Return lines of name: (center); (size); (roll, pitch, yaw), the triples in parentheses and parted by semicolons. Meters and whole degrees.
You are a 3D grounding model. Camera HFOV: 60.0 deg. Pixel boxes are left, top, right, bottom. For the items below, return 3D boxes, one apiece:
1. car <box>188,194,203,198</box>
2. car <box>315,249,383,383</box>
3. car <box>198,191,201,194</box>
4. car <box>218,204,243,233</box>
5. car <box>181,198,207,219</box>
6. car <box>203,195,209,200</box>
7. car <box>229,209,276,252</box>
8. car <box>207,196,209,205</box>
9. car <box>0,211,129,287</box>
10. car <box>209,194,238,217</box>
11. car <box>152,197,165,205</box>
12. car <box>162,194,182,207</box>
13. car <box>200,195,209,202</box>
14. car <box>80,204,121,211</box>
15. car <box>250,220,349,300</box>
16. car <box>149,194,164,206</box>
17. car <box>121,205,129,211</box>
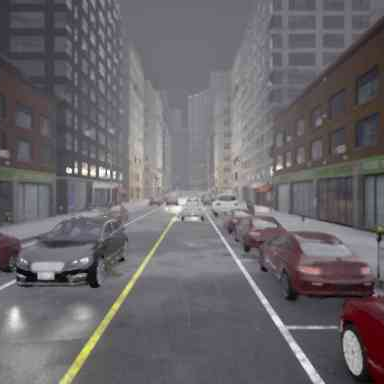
car: (0.087, 1.461, 45.454); (2.128, 1.511, 4.902); (0, 0, 0)
car: (2.760, 1.551, 2.573); (1.887, 1.381, 4.507); (0, 0, 0)
car: (2.759, 1.231, 63.653); (2.192, 1.841, 5.009); (0, 0, 0)
car: (2.761, 1.596, 19.235); (1.802, 1.307, 4.206); (0, 0, 0)
car: (0.064, 1.524, 28.495); (1.812, 1.442, 4.674); (0, 0, 0)
car: (2.759, 1.519, 52.548); (1.947, 1.339, 4.313); (0, 0, 0)
car: (2.762, 1.601, 13.679); (1.802, 1.307, 4.206); (0, 0, 0)
car: (3.135, 1.459, 38.625); (1.882, 1.535, 5.008); (0, 0, 0)
car: (-3.053, 1.510, 9.459); (2.128, 1.511, 4.902); (0, 0, 1)
car: (3.102, 1.214, 31.654); (2.150, 2.045, 5.566); (0, 0, 0)
car: (-5.767, 1.517, 58.106); (1.802, 1.307, 4.206); (0, 0, 0)
car: (-3.063, 1.432, 51.669); (1.882, 1.535, 5.008); (0, 0, 0)
car: (2.758, 1.389, 74.928); (1.752, 1.417, 4.829); (0, 0, 0)
car: (-5.764, 1.565, 19.238); (2.008, 1.369, 4.403); (0, 0, 0)
car: (2.761, 1.599, 8.128); (1.802, 1.307, 4.206); (0, 0, 0)
car: (-5.767, 1.498, 52.555); (1.887, 1.381, 4.507); (0, 0, 0)
car: (-5.764, 1.587, 24.790); (1.802, 1.307, 4.206); (0, 0, 0)
